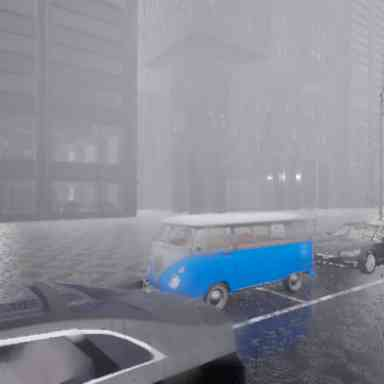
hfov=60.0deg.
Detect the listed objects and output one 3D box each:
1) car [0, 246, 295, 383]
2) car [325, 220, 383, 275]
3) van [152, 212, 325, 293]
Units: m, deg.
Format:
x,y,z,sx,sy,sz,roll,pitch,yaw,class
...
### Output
x,y,z,sx,sy,sz,roll,pitch,yaw,class
-1.812,1.490,2.085,4.902,1.511,2.128,0,0,-36,car
5.546,1.614,10.624,4.403,1.369,2.008,0,0,-36,car
0.959,1.371,7.344,3.998,1.788,1.690,0,0,-36,van
